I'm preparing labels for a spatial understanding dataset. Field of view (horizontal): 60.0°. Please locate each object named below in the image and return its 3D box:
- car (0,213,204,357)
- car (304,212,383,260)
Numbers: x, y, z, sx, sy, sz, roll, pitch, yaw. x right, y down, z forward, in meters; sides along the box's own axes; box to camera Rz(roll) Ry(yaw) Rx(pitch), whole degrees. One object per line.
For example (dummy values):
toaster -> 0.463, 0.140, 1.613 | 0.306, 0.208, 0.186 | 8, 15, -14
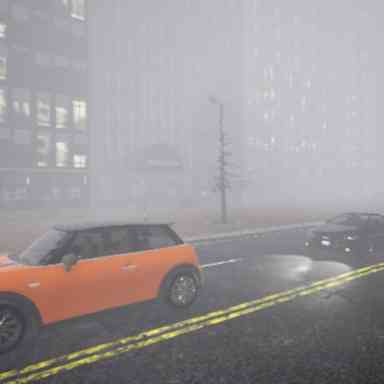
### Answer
car -> -2.062, 1.342, 6.125 | 4.553, 1.767, 2.097 | -1, 0, -35
car -> 5.929, 1.437, 11.974 | 4.181, 1.385, 1.994 | -1, 0, -37
